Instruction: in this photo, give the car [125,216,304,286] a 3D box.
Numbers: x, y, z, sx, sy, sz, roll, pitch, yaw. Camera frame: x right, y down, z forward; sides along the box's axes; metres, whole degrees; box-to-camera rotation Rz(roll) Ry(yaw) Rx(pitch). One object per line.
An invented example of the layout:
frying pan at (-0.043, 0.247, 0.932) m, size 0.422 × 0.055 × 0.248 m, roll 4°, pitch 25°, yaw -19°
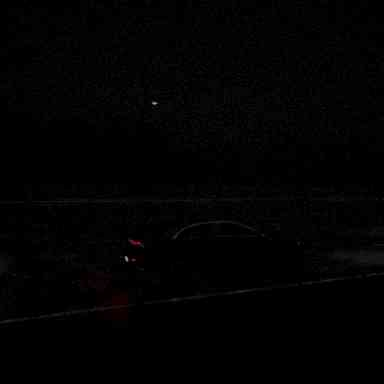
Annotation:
car at (0.688, 1.411, 8.982) m, size 4.902 × 1.511 × 2.128 m, roll 0°, pitch 0°, yaw -20°
